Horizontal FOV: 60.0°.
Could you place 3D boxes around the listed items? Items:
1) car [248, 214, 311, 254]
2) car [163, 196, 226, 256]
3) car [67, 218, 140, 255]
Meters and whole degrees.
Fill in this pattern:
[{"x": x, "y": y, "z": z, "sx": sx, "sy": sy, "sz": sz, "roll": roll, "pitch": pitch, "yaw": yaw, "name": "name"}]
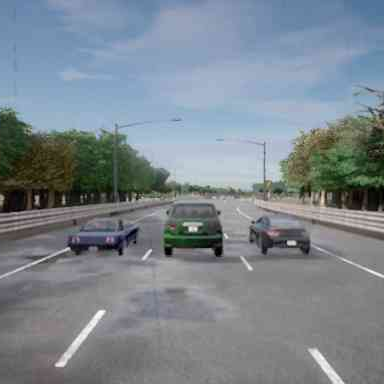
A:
[{"x": 3.573, "y": 1.659, "z": 14.113, "sx": 1.812, "sy": 1.442, "sz": 4.674, "roll": 0, "pitch": 0, "yaw": 1, "name": "car"}, {"x": 0.065, "y": 1.346, "z": 13.805, "sx": 2.150, "sy": 2.045, "sz": 5.566, "roll": 0, "pitch": 0, "yaw": 1, "name": "car"}, {"x": -3.433, "y": 1.731, "z": 13.914, "sx": 1.895, "sy": 1.301, "sz": 4.718, "roll": 0, "pitch": -1, "yaw": 1, "name": "car"}]
